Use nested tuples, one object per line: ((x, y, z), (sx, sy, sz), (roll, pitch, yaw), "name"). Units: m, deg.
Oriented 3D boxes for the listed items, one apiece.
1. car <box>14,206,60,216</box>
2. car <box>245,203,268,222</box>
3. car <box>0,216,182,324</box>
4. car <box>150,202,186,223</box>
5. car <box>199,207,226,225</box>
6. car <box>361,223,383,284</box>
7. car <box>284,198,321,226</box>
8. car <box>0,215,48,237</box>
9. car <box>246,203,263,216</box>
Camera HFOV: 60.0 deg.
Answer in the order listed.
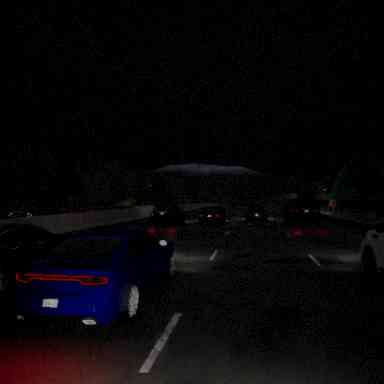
((-12.719, 1.759, 27.059), (2.097, 1.767, 4.553), (0, -1, 10), "car")
((5.810, 1.966, 30.201), (1.994, 1.385, 4.181), (0, -1, 9), "car")
((-1.725, 1.549, 7.485), (1.882, 1.535, 5.008), (0, 0, 10), "car")
((-1.867, 1.712, 27.012), (2.097, 1.767, 4.553), (0, -1, 10), "car")
((1.748, 1.902, 27.362), (2.033, 1.411, 5.357), (0, -1, 10), "car")
((5.205, 1.241, 6.491), (2.150, 2.045, 5.566), (0, -1, 10), "car")
((8.702, 1.530, 26.506), (2.150, 2.045, 5.566), (0, -1, 10), "car")
((-4.988, 1.612, 9.141), (1.837, 1.490, 4.892), (0, 0, 10), "car")
((8.110, 2.202, 43.440), (2.128, 1.511, 4.902), (0, -1, 10), "car")
